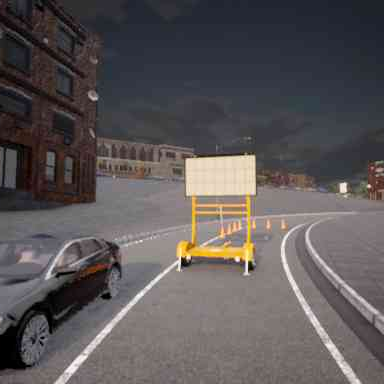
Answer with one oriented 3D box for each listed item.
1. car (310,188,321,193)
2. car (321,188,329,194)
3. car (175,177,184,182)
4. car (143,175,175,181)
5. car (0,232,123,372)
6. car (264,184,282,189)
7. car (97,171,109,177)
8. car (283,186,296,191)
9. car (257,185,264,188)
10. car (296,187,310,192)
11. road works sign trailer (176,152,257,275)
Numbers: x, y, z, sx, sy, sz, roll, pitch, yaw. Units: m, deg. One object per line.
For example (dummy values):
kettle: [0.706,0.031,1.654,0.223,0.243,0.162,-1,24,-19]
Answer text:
car: [29.772,-0.170,84.029,4.553,1.767,2.185,4,-6,-40]
car: [33.979,0.047,87.737,5.566,2.045,2.435,5,-6,-41]
car: [-1.418,-1.938,60.867,4.892,1.521,2.231,3,-5,-32]
car: [-6.105,-2.151,57.958,4.892,1.521,2.231,2,-5,-32]
car: [-2.754,1.549,5.954,2.128,1.511,4.902,0,-1,8]
car: [16.915,-0.883,73.593,4.792,1.488,2.163,3,-6,-37]
car: [-15.403,-2.673,52.214,4.553,1.767,2.185,2,-5,-32]
car: [21.272,-0.599,76.969,4.674,1.452,2.002,4,-6,-38]
car: [12.327,-1.314,70.187,4.553,1.767,2.185,3,-6,-35]
car: [25.479,-0.360,80.380,4.892,1.521,2.231,4,-6,-39]
road works sign trailer: [0.976,0.550,10.917,2.380,3.560,2.880,-1,-1,18]
